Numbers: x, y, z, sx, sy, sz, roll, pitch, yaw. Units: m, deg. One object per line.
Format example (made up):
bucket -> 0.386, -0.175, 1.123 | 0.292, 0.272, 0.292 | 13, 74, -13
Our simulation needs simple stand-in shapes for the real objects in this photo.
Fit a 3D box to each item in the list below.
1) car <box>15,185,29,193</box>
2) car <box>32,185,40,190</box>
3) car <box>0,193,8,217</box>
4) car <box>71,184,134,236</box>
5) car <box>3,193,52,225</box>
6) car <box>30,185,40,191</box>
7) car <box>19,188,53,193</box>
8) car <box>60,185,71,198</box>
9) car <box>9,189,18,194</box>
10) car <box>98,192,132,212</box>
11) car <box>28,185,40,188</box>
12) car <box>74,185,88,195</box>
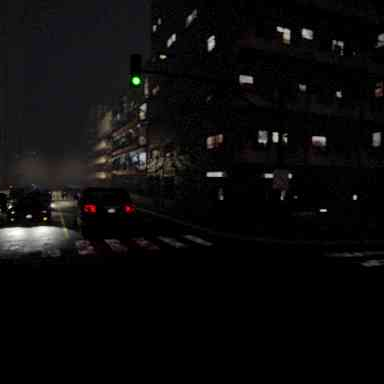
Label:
car -> -20.742, 0.218, 39.776 | 1.887, 1.381, 4.507 | -1, 2, -23
car -> -40.545, -1.233, 86.635 | 1.802, 1.307, 4.206 | -1, 2, -23
car -> -11.875, 0.866, 18.795 | 1.752, 1.417, 4.829 | -1, 2, -23
car -> -4.246, 0.756, 15.658 | 2.150, 2.045, 5.566 | 0, 2, -23
car -> -8.807, 0.964, 18.243 | 1.994, 1.385, 4.181 | 0, 2, -23
car -> -38.345, -1.099, 81.428 | 2.008, 1.369, 4.403 | -1, 2, -23
car -> -12.428, 0.673, 26.884 | 2.033, 1.411, 5.357 | 0, 2, -23
car -> -16.940, 0.104, 45.695 | 1.812, 1.442, 4.674 | 0, 2, -23
car -> -14.142, 0.736, 24.158 | 1.947, 1.339, 4.313 | -1, 2, -23
car -> -6.423, 0.752, 27.421 | 2.008, 1.369, 4.403 | -1, 2, -23
car -> -16.314, 0.321, 36.243 | 2.128, 1.511, 4.902 | 0, 2, -23
car -> -19.625, -0.352, 58.656 | 1.967, 1.590, 4.097 | -1, 2, -23
